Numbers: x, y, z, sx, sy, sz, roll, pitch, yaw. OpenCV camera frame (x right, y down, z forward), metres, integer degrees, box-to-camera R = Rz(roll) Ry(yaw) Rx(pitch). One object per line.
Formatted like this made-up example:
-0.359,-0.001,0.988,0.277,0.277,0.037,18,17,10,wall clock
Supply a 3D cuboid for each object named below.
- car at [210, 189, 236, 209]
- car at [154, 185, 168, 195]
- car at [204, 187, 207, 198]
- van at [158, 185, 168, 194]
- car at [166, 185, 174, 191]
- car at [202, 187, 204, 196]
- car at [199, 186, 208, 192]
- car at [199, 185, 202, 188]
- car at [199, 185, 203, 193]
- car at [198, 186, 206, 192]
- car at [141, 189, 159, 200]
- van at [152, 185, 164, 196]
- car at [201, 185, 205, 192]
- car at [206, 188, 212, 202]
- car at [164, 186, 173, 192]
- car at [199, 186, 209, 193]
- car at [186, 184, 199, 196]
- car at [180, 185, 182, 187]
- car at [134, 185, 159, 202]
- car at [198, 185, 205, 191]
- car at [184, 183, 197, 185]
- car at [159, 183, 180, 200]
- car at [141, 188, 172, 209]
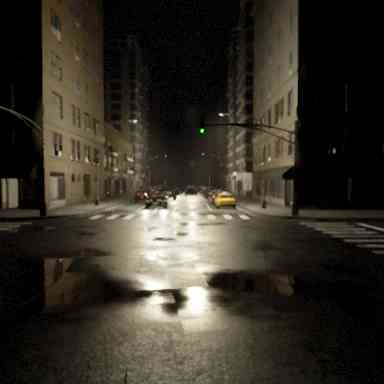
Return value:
2.895,0.697,29.649,1.752,1.417,4.829,0,2,0,car
-5.807,-0.451,62.570,2.192,1.841,5.009,0,2,0,car
2.837,0.416,40.527,2.008,1.369,4.403,0,2,0,car
-5.834,-0.584,68.093,1.690,1.788,3.998,0,2,0,van
-5.956,-1.125,90.190,1.967,1.590,4.097,0,2,0,car
2.807,0.275,46.051,1.947,1.339,4.313,0,2,0,car
2.629,-0.692,79.192,2.008,1.369,4.403,0,2,0,car
2.718,-0.182,62.622,1.802,1.307,4.206,0,2,0,car
2.748,-0.055,57.098,2.008,1.369,4.403,0,2,0,car
2.600,-0.820,84.716,1.802,1.307,4.206,0,2,0,car
-5.718,0.257,46.006,2.008,1.369,4.403,0,2,0,car
-5.778,-0.267,57.047,1.690,1.788,3.998,0,2,0,van
2.778,0.097,51.575,1.887,1.381,4.507,0,2,0,car
2.866,0.461,35.000,1.967,1.590,4.097,0,2,0,car
-5.925,-0.875,84.500,1.752,1.417,4.829,0,2,0,car
2.659,-0.531,73.669,2.008,1.369,4.403,0,2,0,car
-0.120,-0.135,58.986,1.812,1.442,4.674,0,2,0,car
-3.144,-0.051,58.616,1.895,1.301,4.718,0,2,0,car
-5.689,0.178,40.475,2.192,1.841,5.009,0,2,0,car
2.570,-1.122,90.236,1.967,1.590,4.097,0,2,0,car
-0.172,-0.488,69.015,2.128,1.511,4.902,0,2,0,car
-3.113,-0.012,43.993,2.150,2.045,5.566,0,1,0,car
-3.052,0.667,29.873,1.837,1.490,4.892,0,2,0,car
